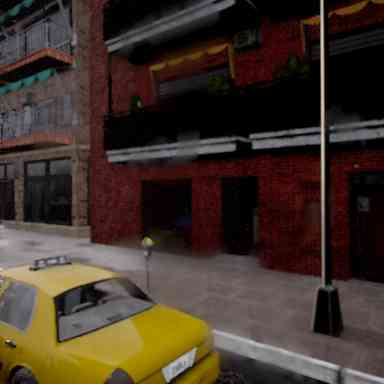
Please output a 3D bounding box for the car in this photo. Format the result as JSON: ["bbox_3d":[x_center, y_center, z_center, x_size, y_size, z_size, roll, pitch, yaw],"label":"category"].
[{"bbox_3d":[-1.991,1.500,4.317,4.829,1.417,1.752,0,0,36],"label":"car"}]
